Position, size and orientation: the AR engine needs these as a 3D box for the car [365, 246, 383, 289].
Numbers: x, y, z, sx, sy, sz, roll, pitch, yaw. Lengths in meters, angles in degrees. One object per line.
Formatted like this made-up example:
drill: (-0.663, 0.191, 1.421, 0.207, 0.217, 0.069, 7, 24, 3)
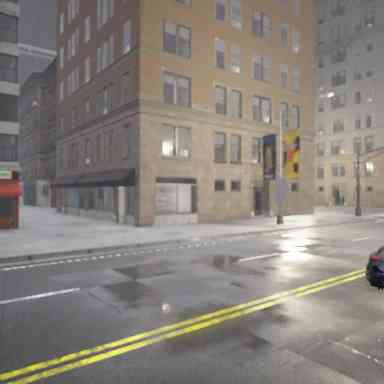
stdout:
car: (5.986, 1.562, 8.018, 4.181, 1.385, 1.994, 0, 0, -38)
